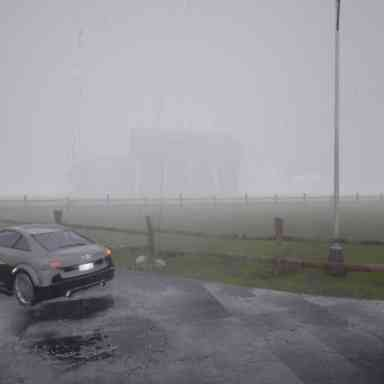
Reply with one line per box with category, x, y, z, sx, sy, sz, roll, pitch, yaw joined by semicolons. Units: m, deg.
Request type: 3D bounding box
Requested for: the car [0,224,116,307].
car;-3.770;1.442;7.696;4.181;1.385;1.994;0;1;33
